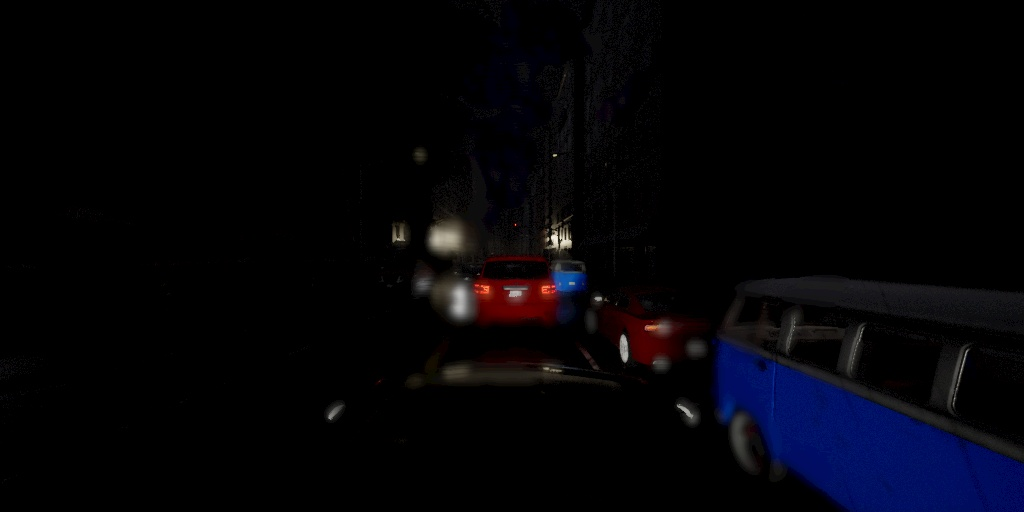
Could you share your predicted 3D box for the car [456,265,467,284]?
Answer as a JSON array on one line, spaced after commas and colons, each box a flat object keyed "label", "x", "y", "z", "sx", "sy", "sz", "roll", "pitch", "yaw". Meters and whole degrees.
[{"label": "car", "x": -2.977, "y": 1.341, "z": 26.805, "sx": 1.895, "sy": 1.301, "sz": 4.718, "roll": 0, "pitch": 0, "yaw": 1}]

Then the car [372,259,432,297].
[{"label": "car", "x": -5.635, "y": 1.060, "z": 19.066, "sx": 2.192, "sy": 1.841, "sz": 5.009, "roll": 0, "pitch": 0, "yaw": 0}]

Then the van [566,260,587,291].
[{"label": "van", "x": 2.890, "y": 1.086, "z": 19.089, "sx": 1.690, "sy": 1.789, "sz": 3.998, "roll": 0, "pitch": 0, "yaw": 0}]

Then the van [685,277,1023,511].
[{"label": "van", "x": 2.856, "y": 1.091, "z": 2.107, "sx": 1.690, "sy": 1.789, "sz": 3.998, "roll": 0, "pitch": 0, "yaw": 0}]

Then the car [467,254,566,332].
[{"label": "car", "x": 0.119, "y": 0.970, "z": 10.991, "sx": 2.150, "sy": 2.045, "sz": 5.566, "roll": 0, "pitch": 0, "yaw": 0}]

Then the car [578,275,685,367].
[{"label": "car", "x": 2.867, "y": 1.294, "z": 7.768, "sx": 1.888, "sy": 1.381, "sz": 4.507, "roll": 0, "pitch": 0, "yaw": 0}]
